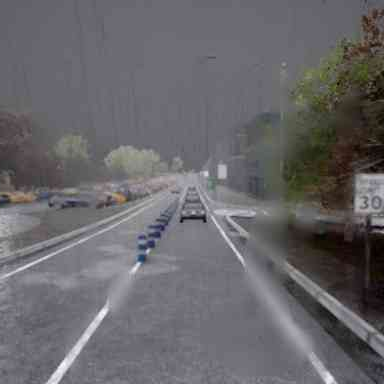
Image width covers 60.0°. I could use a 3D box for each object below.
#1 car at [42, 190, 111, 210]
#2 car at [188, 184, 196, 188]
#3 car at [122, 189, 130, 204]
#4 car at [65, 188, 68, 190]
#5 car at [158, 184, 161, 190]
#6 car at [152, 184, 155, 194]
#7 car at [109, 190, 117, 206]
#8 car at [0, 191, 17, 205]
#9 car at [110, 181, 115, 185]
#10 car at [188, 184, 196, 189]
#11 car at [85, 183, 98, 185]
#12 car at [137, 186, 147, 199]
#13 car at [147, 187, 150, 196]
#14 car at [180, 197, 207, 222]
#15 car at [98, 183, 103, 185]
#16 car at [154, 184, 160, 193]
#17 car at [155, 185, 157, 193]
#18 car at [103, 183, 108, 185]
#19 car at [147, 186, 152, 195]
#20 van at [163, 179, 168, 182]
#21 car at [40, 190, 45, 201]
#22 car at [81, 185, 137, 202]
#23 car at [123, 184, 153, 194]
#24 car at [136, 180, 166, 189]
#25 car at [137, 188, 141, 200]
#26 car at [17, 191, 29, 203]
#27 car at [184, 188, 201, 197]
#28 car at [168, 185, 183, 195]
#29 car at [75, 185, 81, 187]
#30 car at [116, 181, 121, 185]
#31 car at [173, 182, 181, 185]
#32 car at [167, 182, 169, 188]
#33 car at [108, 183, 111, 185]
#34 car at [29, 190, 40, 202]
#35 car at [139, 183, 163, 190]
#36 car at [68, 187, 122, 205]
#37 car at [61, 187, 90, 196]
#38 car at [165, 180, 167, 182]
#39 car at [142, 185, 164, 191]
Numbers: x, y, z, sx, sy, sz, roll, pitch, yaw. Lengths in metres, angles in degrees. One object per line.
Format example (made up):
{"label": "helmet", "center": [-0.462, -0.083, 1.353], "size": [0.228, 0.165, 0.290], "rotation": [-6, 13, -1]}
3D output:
{"label": "car", "center": [-10.053, 0.820, 29.249], "size": [4.792, 1.488, 2.163], "rotation": [0, 0, 0]}
{"label": "car", "center": [-0.029, -0.947, 80.061], "size": [1.882, 1.535, 5.008], "rotation": [0, 3, 0]}
{"label": "car", "center": [-10.005, 0.715, 37.597], "size": [5.008, 1.535, 2.097], "rotation": [0, 1, 0]}
{"label": "car", "center": [-22.940, 0.318, 54.385], "size": [4.892, 1.521, 2.231], "rotation": [0, 2, 0]}
{"label": "car", "center": [-9.718, -0.391, 71.030], "size": [5.008, 1.535, 2.097], "rotation": [0, 3, 0]}
{"label": "car", "center": [-9.826, -0.120, 62.668], "size": [4.553, 1.767, 2.185], "rotation": [0, 3, 0]}
{"label": "car", "center": [-10.088, 0.798, 32.033], "size": [4.792, 1.488, 2.163], "rotation": [0, 0, 0]}
{"label": "car", "center": [-23.119, 0.736, 37.648], "size": [4.792, 1.488, 2.163], "rotation": [0, 1, 1]}
{"label": "car", "center": [-22.678, -1.275, 82.210], "size": [5.566, 2.045, 2.435], "rotation": [0, 3, 0]}
{"label": "car", "center": [-0.008, -1.540, 90.493], "size": [1.895, 1.301, 4.718], "rotation": [0, 3, 0]}
{"label": "car", "center": [-22.856, -0.503, 68.174], "size": [5.566, 2.045, 2.435], "rotation": [0, 3, 0]}
{"label": "car", "center": [-9.859, 0.289, 51.534], "size": [4.553, 1.767, 2.185], "rotation": [0, 2, 0]}
{"label": "car", "center": [-9.837, 0.355, 54.325], "size": [4.792, 1.488, 2.163], "rotation": [0, 2, 0]}
{"label": "car", "center": [0.085, 1.339, 23.955], "size": [2.033, 1.411, 5.357], "rotation": [0, 1, 0]}
{"label": "car", "center": [-22.811, -0.665, 73.753], "size": [4.553, 1.767, 2.185], "rotation": [0, 3, 0]}
{"label": "car", "center": [-9.741, -0.250, 68.244], "size": [5.008, 1.535, 2.097], "rotation": [0, 3, 0]}
{"label": "car", "center": [-9.774, -0.078, 65.460], "size": [4.674, 1.452, 2.002], "rotation": [0, 3, 0]}
{"label": "car", "center": [-22.750, -0.696, 76.541], "size": [5.008, 1.535, 2.097], "rotation": [0, 3, 0]}
{"label": "car", "center": [-9.872, 0.257, 57.111], "size": [4.792, 1.488, 2.163], "rotation": [0, 2, 0]}
{"label": "van", "center": [-9.648, -1.886, 93.253], "size": [4.442, 1.987, 1.878], "rotation": [0, 3, 0]}
{"label": "car", "center": [-22.990, 0.592, 45.890], "size": [4.792, 1.488, 2.163], "rotation": [0, 1, 0]}
{"label": "car", "center": [-10.015, 0.424, 40.387], "size": [5.566, 2.045, 2.435], "rotation": [0, 1, 0]}
{"label": "car", "center": [-9.850, -0.004, 59.891], "size": [4.553, 1.767, 2.185], "rotation": [0, 2, 0]}
{"label": "car", "center": [-9.679, -1.107, 79.358], "size": [5.566, 2.045, 2.435], "rotation": [0, 3, 0]}
{"label": "car", "center": [-9.910, 0.598, 45.958], "size": [4.792, 1.488, 2.163], "rotation": [0, 2, 0]}
{"label": "car", "center": [-23.252, 0.664, 40.441], "size": [5.366, 1.575, 1.946], "rotation": [0, 1, 0]}
{"label": "car", "center": [0.072, 0.689, 42.331], "size": [2.128, 1.511, 4.902], "rotation": [0, 2, 0]}
{"label": "car", "center": [-3.293, -0.206, 67.261], "size": [2.033, 1.411, 5.357], "rotation": [0, 3, 0]}
{"label": "car", "center": [-22.690, 0.000, 62.612], "size": [5.366, 1.575, 1.946], "rotation": [0, 2, 0]}
{"label": "car", "center": [-22.637, -1.466, 90.567], "size": [4.674, 1.452, 2.002], "rotation": [0, 3, 0]}
{"label": "car", "center": [-3.274, -1.131, 83.045], "size": [1.837, 1.490, 4.892], "rotation": [0, 3, 0]}
{"label": "car", "center": [-9.561, -1.497, 90.486], "size": [4.892, 1.521, 2.231], "rotation": [0, 3, 0]}
{"label": "car", "center": [-22.916, -0.866, 79.446], "size": [5.366, 1.575, 1.946], "rotation": [0, 3, 0]}
{"label": "car", "center": [-23.228, 0.615, 43.236], "size": [5.366, 1.575, 1.946], "rotation": [0, 1, 0]}
{"label": "car", "center": [-9.672, -0.655, 76.596], "size": [4.674, 1.452, 2.002], "rotation": [0, 3, 0]}
{"label": "car", "center": [-10.066, 0.620, 34.817], "size": [4.553, 1.767, 2.185], "rotation": [0, 1, 0]}
{"label": "car", "center": [-22.857, -0.120, 65.400], "size": [5.008, 1.535, 2.097], "rotation": [0, 3, 0]}
{"label": "car", "center": [-9.549, -1.456, 87.575], "size": [4.553, 1.767, 2.185], "rotation": [0, 3, 0]}
{"label": "car", "center": [-9.622, -1.017, 82.151], "size": [5.008, 1.535, 2.097], "rotation": [0, 3, 0]}
